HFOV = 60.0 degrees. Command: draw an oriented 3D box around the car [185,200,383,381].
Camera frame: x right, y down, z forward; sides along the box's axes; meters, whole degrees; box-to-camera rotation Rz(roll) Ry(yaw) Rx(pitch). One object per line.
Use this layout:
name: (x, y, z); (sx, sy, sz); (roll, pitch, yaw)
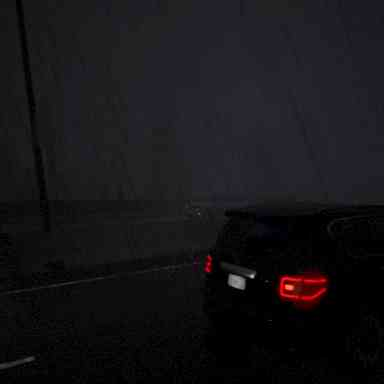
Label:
car: (2.739, 1.210, 5.700); (5.566, 2.045, 2.150); (0, 0, -35)

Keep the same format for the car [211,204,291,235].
car: (3.496, 1.497, 19.304); (4.674, 1.442, 1.812); (0, 0, -35)

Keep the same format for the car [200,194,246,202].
car: (2.101, 1.190, 26.870); (5.566, 2.045, 2.150); (0, 0, -35)

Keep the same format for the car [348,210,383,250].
car: (8.822, 1.532, 14.336); (4.181, 1.385, 1.994); (0, 0, -35)
